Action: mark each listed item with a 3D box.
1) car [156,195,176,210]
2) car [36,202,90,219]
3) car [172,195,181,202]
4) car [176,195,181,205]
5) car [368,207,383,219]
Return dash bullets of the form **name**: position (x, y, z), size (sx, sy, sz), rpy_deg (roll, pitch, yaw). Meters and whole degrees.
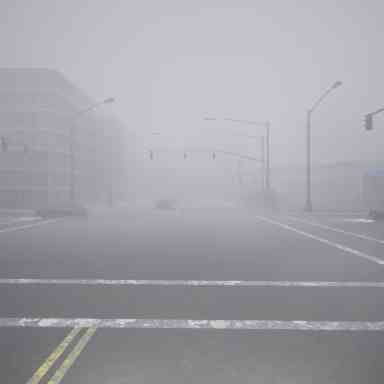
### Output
- **car**: position (-3.571, 1.478, 43.511), size (1.882, 1.535, 5.008), rpy_deg (0, 1, 0)
- **car**: position (-10.722, 1.515, 27.857), size (4.181, 1.385, 1.994), rpy_deg (0, 0, -10)
- **car**: position (-3.451, 1.499, 74.731), size (1.837, 1.490, 4.892), rpy_deg (0, 0, 0)
- **car**: position (-3.537, 1.477, 59.475), size (1.882, 1.535, 5.008), rpy_deg (0, 0, 0)
- **car**: position (16.420, 1.564, 26.479), size (4.181, 1.385, 1.994), rpy_deg (0, 0, 0)
